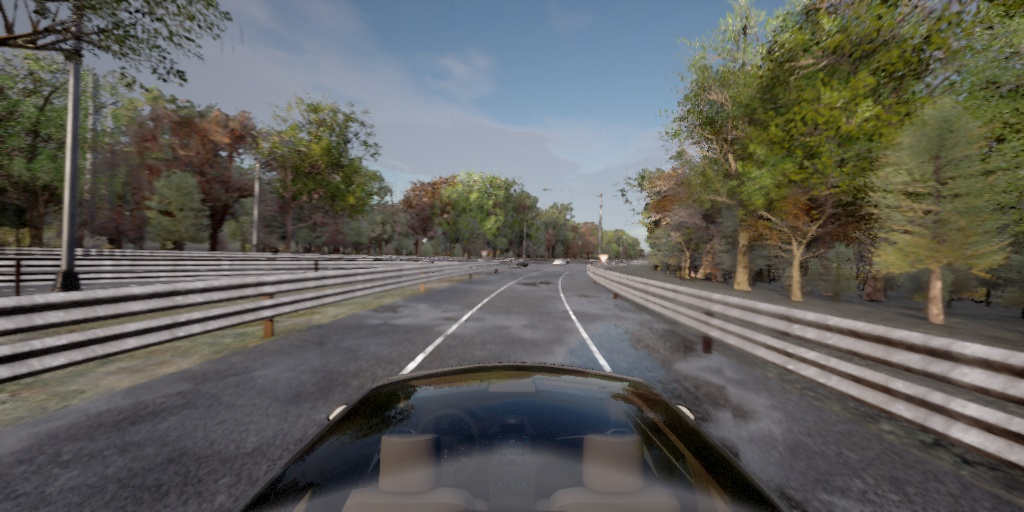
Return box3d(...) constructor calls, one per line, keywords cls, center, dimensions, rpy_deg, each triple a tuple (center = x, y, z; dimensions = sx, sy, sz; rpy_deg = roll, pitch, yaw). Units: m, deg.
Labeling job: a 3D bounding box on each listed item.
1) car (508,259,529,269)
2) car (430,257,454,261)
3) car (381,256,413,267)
box3d(cls="car", center=(1.131, 1.254, 57.438), dimensions=(2.128, 1.511, 4.902), rpy_deg=(2, 0, 28))
box3d(cls="car", center=(-9.716, 0.907, 51.864), dimensions=(2.033, 1.411, 5.357), rpy_deg=(2, 0, 28))
box3d(cls="car", center=(-12.223, 0.804, 39.612), dimensions=(2.128, 1.511, 4.902), rpy_deg=(2, 0, 28))
